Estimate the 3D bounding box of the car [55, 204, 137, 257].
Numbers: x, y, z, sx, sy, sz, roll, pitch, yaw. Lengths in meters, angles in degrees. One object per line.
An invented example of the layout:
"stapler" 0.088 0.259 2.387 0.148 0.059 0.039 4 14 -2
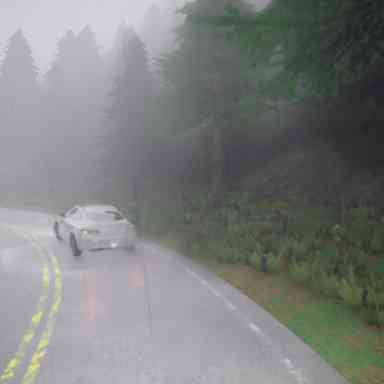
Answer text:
"car" -3.321 1.116 11.181 1.812 1.442 4.674 0 3 -31
